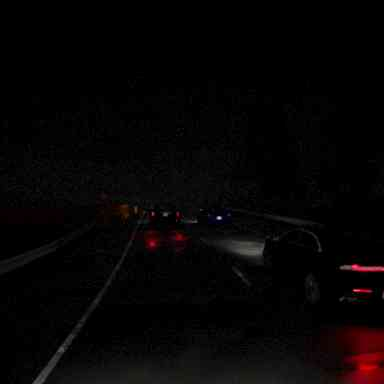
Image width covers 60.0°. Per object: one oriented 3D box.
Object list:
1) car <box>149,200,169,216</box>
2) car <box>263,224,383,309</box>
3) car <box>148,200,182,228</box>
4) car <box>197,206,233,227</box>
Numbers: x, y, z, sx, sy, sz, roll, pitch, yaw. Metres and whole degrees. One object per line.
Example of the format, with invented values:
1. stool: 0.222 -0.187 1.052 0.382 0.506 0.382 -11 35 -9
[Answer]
1. car: -3.593 1.645 35.637 1.882 1.535 5.008 0 0 -9
2. car: 3.134 1.518 7.936 2.128 1.511 4.902 0 0 -4
3. car: -1.924 1.463 23.112 2.097 1.767 4.553 0 0 -7
4. car: 1.539 1.667 23.639 1.994 1.385 4.181 0 0 -7
